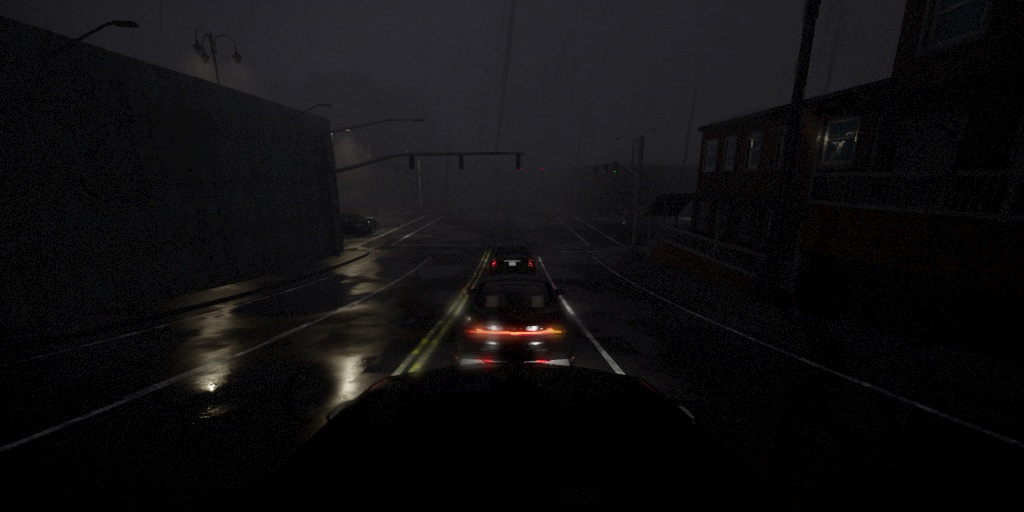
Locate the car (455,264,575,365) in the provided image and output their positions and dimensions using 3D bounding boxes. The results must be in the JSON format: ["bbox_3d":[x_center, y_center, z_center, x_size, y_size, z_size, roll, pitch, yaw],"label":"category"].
[{"bbox_3d":[0.055,1.122,7.184,1.837,1.490,4.892,0,2,0],"label":"car"}]

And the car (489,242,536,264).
[{"bbox_3d":[0.022,0.085,17.436,2.097,1.767,4.553,0,7,0],"label":"car"}]

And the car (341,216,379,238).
[{"bbox_3d":[-14.962,-2.522,32.300,4.902,1.511,2.128,0,12,0],"label":"car"}]

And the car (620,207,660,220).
[{"bbox_3d":[16.461,-5.546,46.042,5.008,1.535,1.882,0,12,0],"label":"car"}]

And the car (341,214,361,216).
[{"bbox_3d":[-15.712,-3.417,35.740,4.553,1.767,2.097,0,12,0],"label":"car"}]
